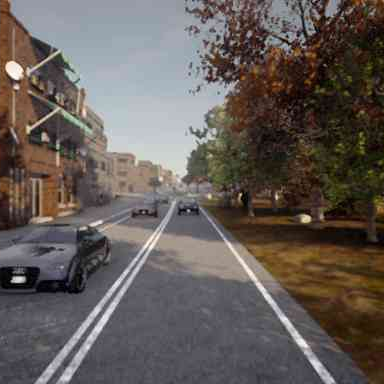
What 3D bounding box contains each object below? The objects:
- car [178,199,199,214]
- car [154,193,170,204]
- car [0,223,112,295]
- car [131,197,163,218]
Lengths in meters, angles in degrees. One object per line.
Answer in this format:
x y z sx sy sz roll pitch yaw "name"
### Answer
-0.356 1.322 31.191 1.895 1.301 4.718 0 1 -2 "car"
-4.233 0.934 47.290 1.837 1.490 4.892 0 1 -1 "car"
-3.409 1.514 8.496 1.994 1.385 4.181 0 0 -1 "car"
-3.702 1.339 27.184 1.994 1.385 4.181 0 1 -1 "car"
